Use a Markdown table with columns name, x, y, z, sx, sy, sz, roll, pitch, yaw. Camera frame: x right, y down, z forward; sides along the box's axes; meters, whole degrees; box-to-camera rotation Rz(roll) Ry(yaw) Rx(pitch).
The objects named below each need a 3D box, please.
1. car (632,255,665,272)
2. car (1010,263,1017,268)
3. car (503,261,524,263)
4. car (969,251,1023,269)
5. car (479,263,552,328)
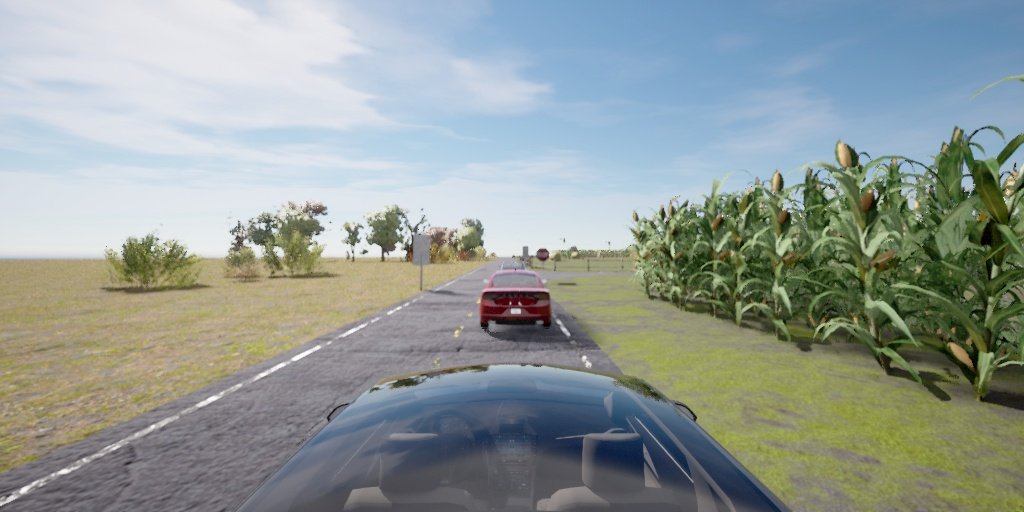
| name | x | y | z | sx | sy | sz | roll | pitch | yaw |
| --- | --- | --- | --- | --- | --- | --- | --- | --- | --- |
| car | 14.223 | 0.713 | 35.292 | 4.553 | 1.767 | 2.097 | -1 | 0 | -1 |
| car | 43.635 | 0.548 | 32.857 | 4.892 | 1.490 | 1.837 | -1 | 0 | 0 |
| car | 0.097 | 1.062 | 24.099 | 2.128 | 1.511 | 4.902 | 0 | 1 | 0 |
| car | 49.130 | 0.365 | 35.738 | 4.553 | 1.767 | 2.097 | -1 | 0 | -1 |
| car | 0.099 | 1.153 | 11.094 | 1.882 | 1.535 | 5.008 | 0 | 1 | 0 |
